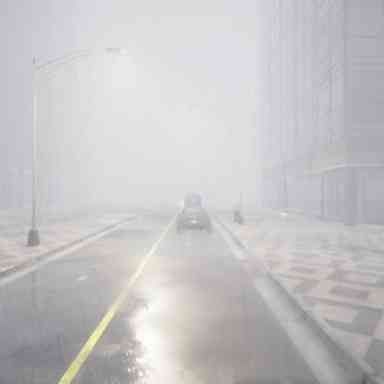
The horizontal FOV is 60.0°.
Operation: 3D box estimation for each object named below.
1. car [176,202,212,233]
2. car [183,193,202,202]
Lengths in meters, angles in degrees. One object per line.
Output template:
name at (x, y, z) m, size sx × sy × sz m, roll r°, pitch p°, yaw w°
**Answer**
car at (0.107, 1.538, 19.536) m, size 1.994 × 1.385 × 4.181 m, roll 0°, pitch 0°, yaw 0°
car at (0.113, 1.159, 41.894) m, size 2.150 × 2.045 × 5.566 m, roll 0°, pitch 0°, yaw 0°
